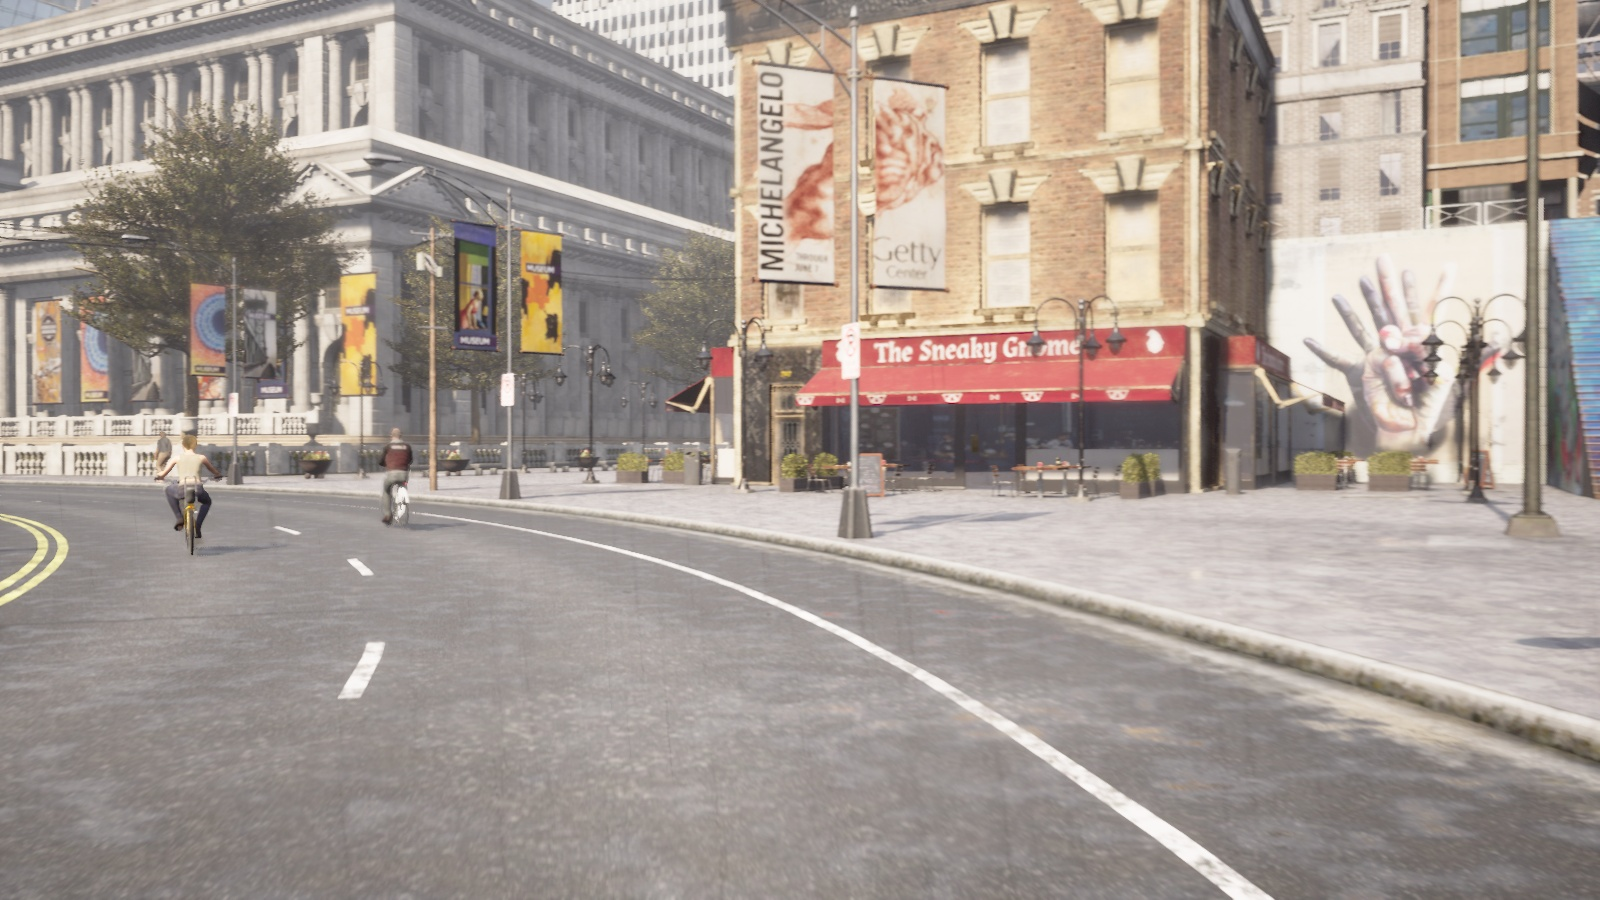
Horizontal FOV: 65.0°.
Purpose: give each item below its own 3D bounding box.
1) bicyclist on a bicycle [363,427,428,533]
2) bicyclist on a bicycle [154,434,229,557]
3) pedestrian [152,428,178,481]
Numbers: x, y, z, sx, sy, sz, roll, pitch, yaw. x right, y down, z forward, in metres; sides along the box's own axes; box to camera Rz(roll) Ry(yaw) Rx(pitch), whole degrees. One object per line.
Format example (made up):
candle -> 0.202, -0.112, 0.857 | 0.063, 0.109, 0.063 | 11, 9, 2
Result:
bicyclist on a bicycle -> -7.132, 0.495, 22.094 | 0.659, 1.776, 1.843 | 0, 1, -31
bicyclist on a bicycle -> -8.399, 0.588, 17.306 | 0.866, 1.612, 1.509 | -1, 1, -28
pedestrian -> -22.486, 0.160, 44.466 | 0.694, 1.848, 0.540 | 0, 0, 30
